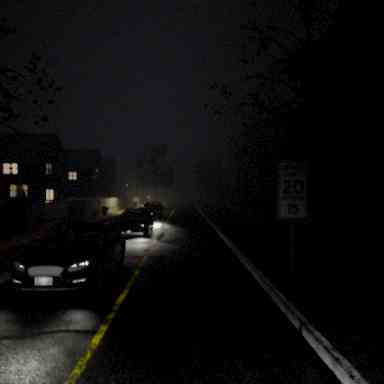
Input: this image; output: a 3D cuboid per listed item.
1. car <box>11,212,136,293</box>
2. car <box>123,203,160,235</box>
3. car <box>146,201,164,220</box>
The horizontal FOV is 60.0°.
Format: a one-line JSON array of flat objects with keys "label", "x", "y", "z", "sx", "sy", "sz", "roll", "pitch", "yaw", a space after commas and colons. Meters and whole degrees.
[{"label": "car", "x": -3.038, "y": 1.536, "z": 9.134, "sx": 2.128, "sy": 1.511, "sz": 4.902, "roll": 0, "pitch": 0, "yaw": -1}, {"label": "car", "x": -3.285, "y": 1.631, "z": 19.582, "sx": 2.033, "sy": 1.411, "sz": 5.357, "roll": 0, "pitch": 0, "yaw": -2}, {"label": "car", "x": -3.515, "y": 1.615, "z": 29.895, "sx": 2.128, "sy": 1.511, "sz": 4.902, "roll": 0, "pitch": 0, "yaw": -1}]
